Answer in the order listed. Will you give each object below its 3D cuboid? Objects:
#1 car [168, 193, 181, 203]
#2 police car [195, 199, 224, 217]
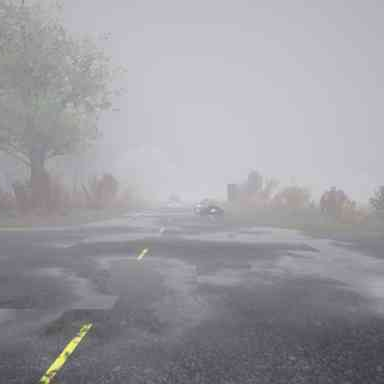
[{"bbox_3d":[-3.489,1.171,67.199,2.150,2.045,5.566,0,0,0],"label":"car"},{"bbox_3d":[1.482,1.462,31.069,2.038,1.542,4.974,0,0,-8],"label":"police car"}]
